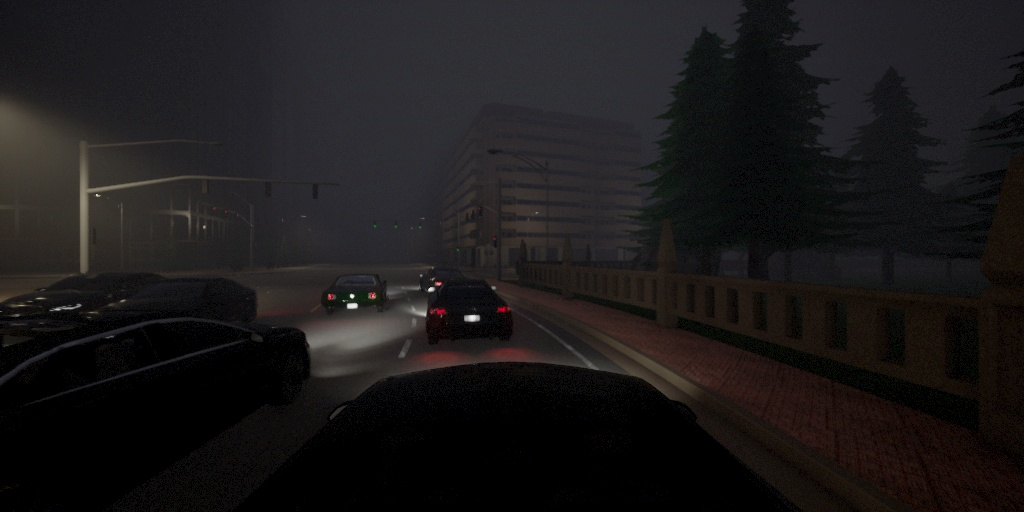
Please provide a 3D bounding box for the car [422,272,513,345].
[{"bbox_3d":[-1.275,1.303,9.657,1.994,1.385,4.181,0,0,-12],"label":"car"}]

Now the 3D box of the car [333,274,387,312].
[{"bbox_3d":[-5.823,1.334,13.768,1.895,1.301,4.718,0,0,-17],"label":"car"}]

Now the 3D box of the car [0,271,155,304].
[{"bbox_3d":[-12.309,1.243,10.885,1.837,1.490,4.892,0,-1,-15],"label":"car"}]

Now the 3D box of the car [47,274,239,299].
[{"bbox_3d":[-8.292,1.264,9.165,1.812,1.442,4.674,0,0,-14],"label":"car"}]

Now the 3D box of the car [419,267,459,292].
[{"bbox_3d":[-3.603,1.274,18.574,2.033,1.411,5.357,0,0,-21],"label":"car"}]

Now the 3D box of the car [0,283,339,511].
[{"bbox_3d":[-3.743,1.239,3.275,2.128,1.511,4.902,0,0,-4],"label":"car"}]
